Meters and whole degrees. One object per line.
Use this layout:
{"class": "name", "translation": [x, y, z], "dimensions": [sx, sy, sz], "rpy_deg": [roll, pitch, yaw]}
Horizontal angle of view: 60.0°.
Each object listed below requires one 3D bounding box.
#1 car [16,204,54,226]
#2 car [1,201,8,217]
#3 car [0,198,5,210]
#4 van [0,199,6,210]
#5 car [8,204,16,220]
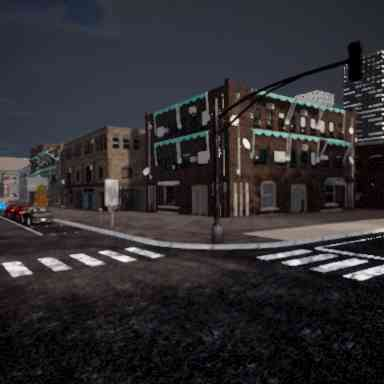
{"class": "car", "translation": [-11.988, 1.793, 25.763], "dimensions": [2.008, 1.369, 4.403], "rpy_deg": [-2, 0, -35]}
{"class": "car", "translation": [-18.398, 1.950, 34.788], "dimensions": [1.802, 1.307, 4.206], "rpy_deg": [-2, 0, -35]}
{"class": "car", "translation": [-31.229, 1.926, 52.836], "dimensions": [2.192, 1.841, 5.009], "rpy_deg": [-2, 0, -35]}
{"class": "van", "translation": [-28.023, 1.893, 48.324], "dimensions": [1.690, 1.788, 3.998], "rpy_deg": [-2, 0, -35]}
{"class": "car", "translation": [-15.193, 1.888, 30.276], "dimensions": [1.802, 1.307, 4.206], "rpy_deg": [-2, 0, -35]}
